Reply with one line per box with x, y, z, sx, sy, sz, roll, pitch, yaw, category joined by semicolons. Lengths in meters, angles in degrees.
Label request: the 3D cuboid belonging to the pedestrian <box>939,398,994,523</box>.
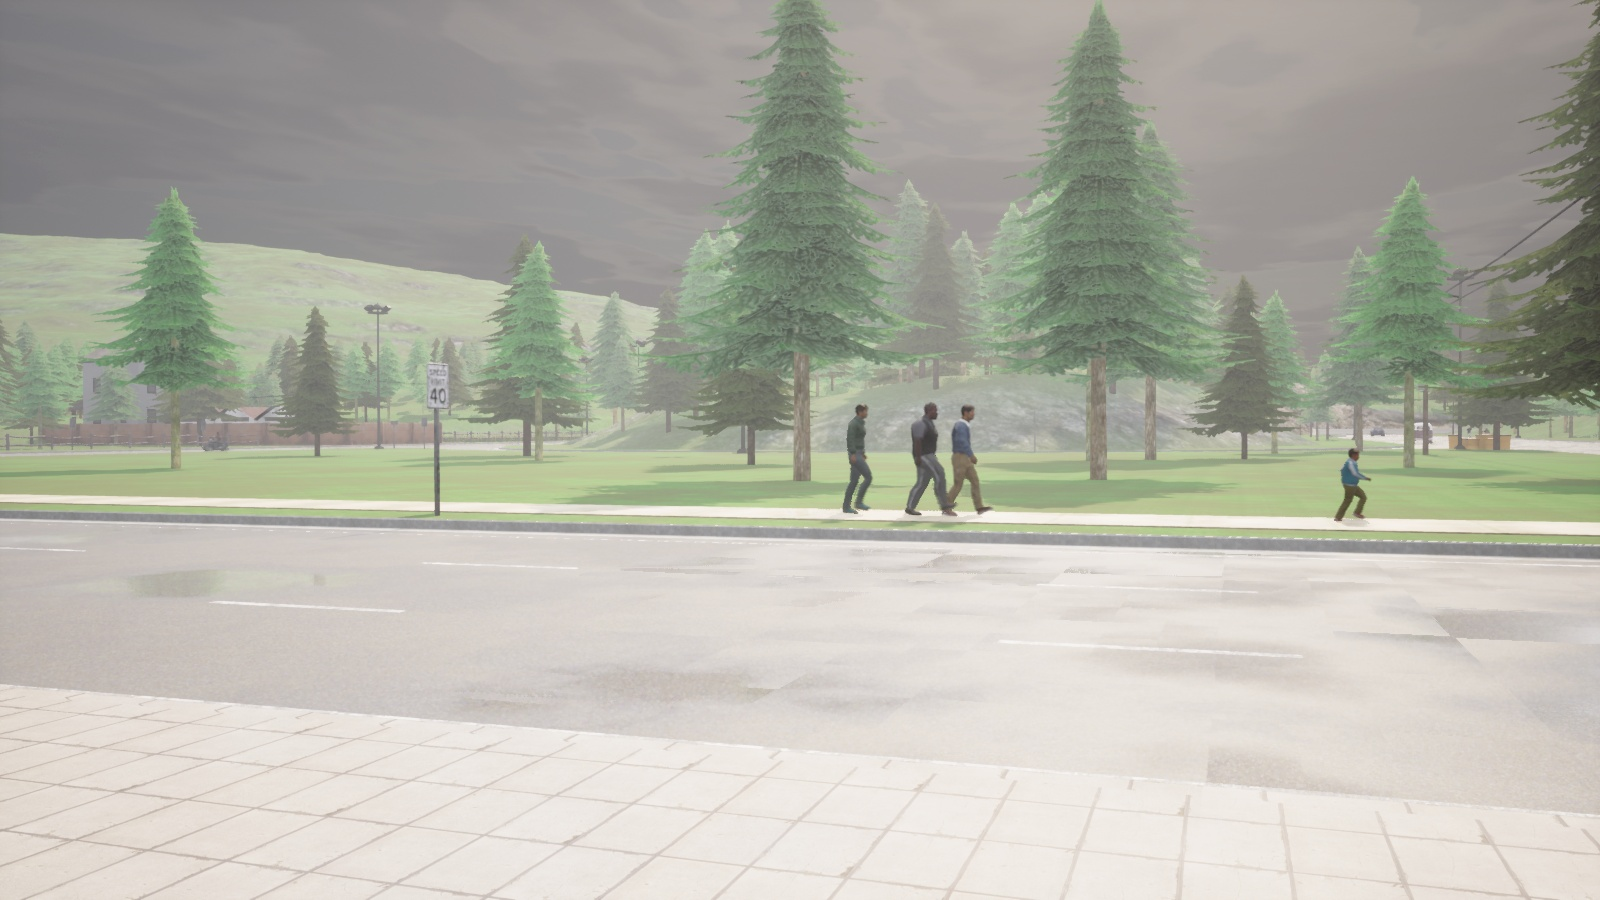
2.633;0.157;19.859;0.788;1.949;0.423;1;1;18;pedestrian

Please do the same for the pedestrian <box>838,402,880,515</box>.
0.971;0.138;20.706;0.614;1.847;0.353;0;1;15;pedestrian

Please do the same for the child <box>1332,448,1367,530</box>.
8.181;0.577;18.703;0.448;1.192;0.343;1;1;21;child

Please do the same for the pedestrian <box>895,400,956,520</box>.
2.006;0.152;20.042;0.849;1.883;0.563;1;1;17;pedestrian
